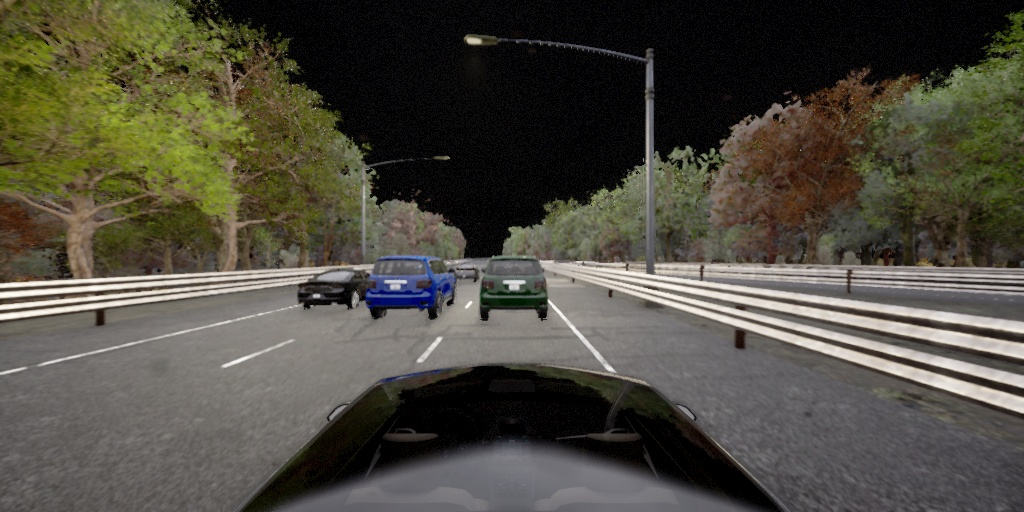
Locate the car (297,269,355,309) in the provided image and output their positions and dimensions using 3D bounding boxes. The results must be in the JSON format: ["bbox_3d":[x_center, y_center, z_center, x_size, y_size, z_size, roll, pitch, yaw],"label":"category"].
[{"bbox_3d":[-6.977,1.282,15.242,1.882,1.535,5.008,0,0,-1],"label":"car"}]

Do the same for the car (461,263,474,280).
[{"bbox_3d":[-3.685,1.361,29.832,2.128,1.511,4.902,0,0,-1],"label":"car"}]

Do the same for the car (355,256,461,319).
[{"bbox_3d":[-3.457,1.017,13.253,2.150,2.045,5.566,0,0,0],"label":"car"}]

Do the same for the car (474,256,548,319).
[{"bbox_3d":[0.045,1.015,13.086,2.150,2.045,5.566,0,0,0],"label":"car"}]

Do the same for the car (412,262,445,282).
[{"bbox_3d":[-7.218,1.357,31.499,1.882,1.535,5.008,0,0,-1],"label":"car"}]
